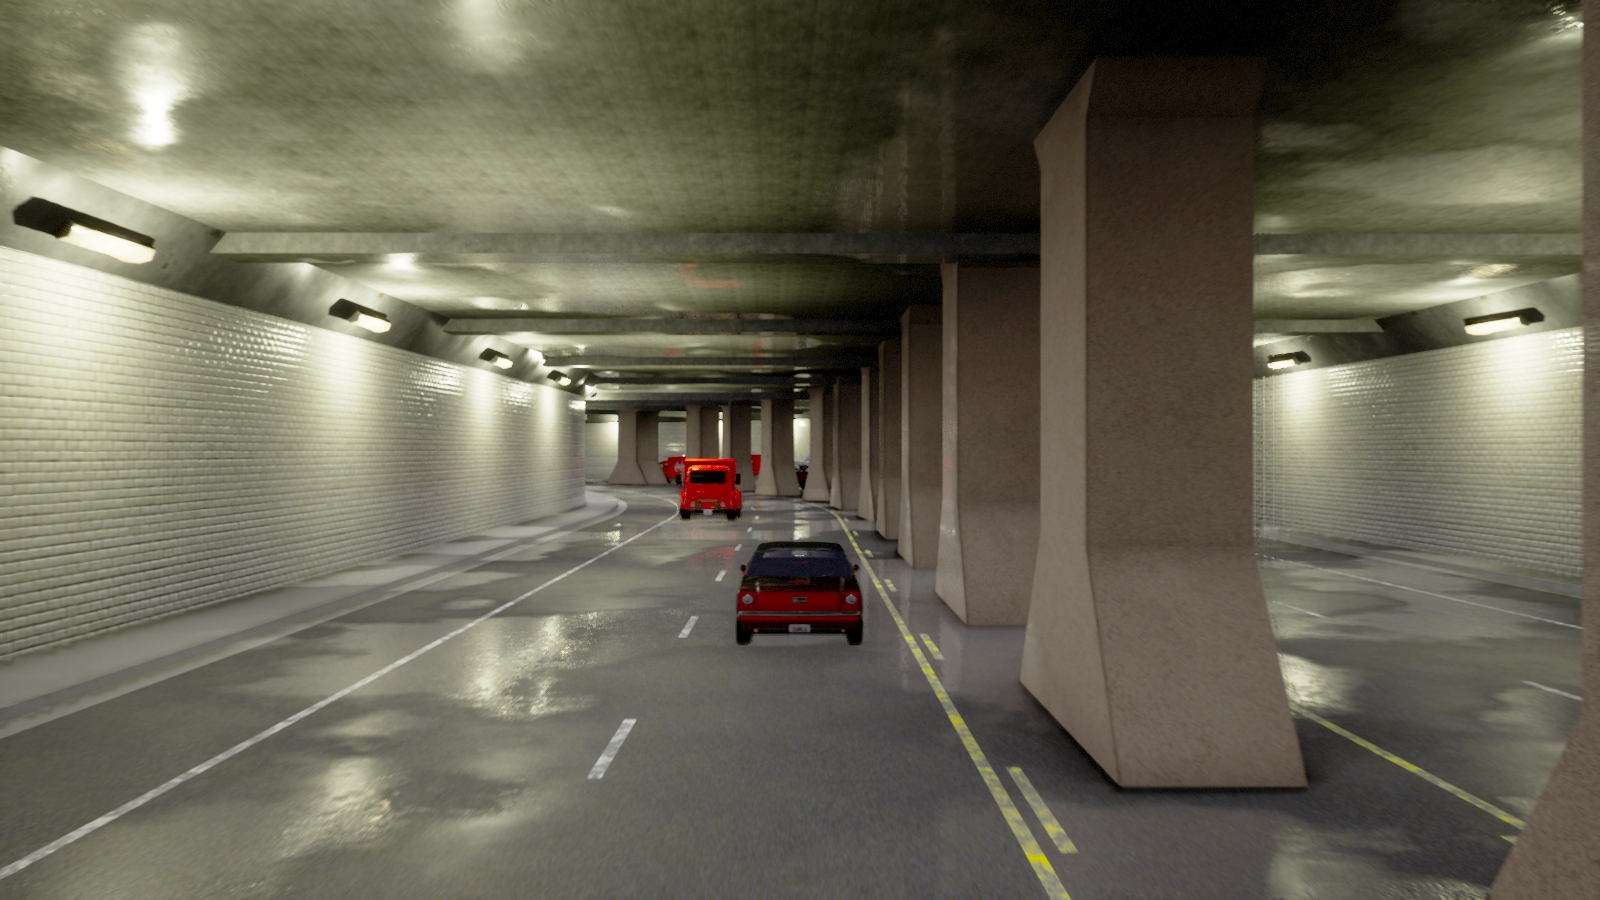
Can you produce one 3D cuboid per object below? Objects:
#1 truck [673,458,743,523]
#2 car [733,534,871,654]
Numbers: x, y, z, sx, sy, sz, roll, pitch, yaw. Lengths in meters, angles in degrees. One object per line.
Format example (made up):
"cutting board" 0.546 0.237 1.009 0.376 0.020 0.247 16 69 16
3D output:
"truck" -3.662 1.568 46.521 2.627 2.467 5.204 0 0 -3
"car" 0.023 2.155 18.053 1.895 1.301 4.718 0 0 0
